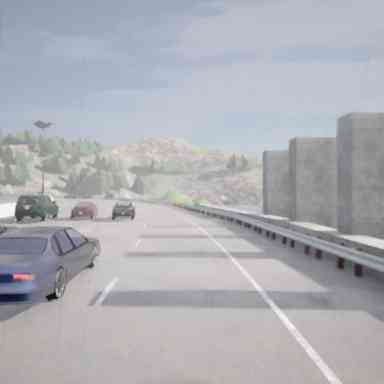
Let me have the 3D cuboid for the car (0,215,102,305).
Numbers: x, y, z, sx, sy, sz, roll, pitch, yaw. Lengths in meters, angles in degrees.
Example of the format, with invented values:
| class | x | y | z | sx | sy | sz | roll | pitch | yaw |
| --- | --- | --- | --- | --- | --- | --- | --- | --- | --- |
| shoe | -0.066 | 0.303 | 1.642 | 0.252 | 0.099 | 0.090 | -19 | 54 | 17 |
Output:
| class | x | y | z | sx | sy | sz | roll | pitch | yaw |
| --- | --- | --- | --- | --- | --- | --- | --- | --- | --- |
| car | -3.735 | 1.569 | 8.349 | 2.033 | 1.411 | 5.357 | 0 | 0 | -3 |

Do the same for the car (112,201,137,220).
| class | x | y | z | sx | sy | sz | roll | pitch | yaw |
| --- | --- | --- | --- | --- | --- | --- | --- | --- | --- |
| car | -5.914 | 1.547 | 29.099 | 2.128 | 1.511 | 4.902 | 0 | 0 | -9 |

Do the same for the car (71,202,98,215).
| class | x | y | z | sx | sy | sz | roll | pitch | yaw |
| --- | --- | --- | --- | --- | --- | --- | --- | --- | --- |
| car | -9.577 | 1.591 | 29.769 | 1.812 | 1.442 | 4.674 | 0 | 0 | -10 |

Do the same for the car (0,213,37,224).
| class | x | y | z | sx | sy | sz | roll | pitch | yaw |
| --- | --- | --- | --- | --- | --- | --- | --- | --- | --- |
| car | -7.420 | 1.635 | 11.523 | 1.895 | 1.301 | 4.718 | 0 | 0 | -3 |

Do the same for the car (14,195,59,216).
| class | x | y | z | sx | sy | sz | roll | pitch | yaw |
| --- | --- | --- | --- | --- | --- | --- | --- | --- | --- |
| car | -12.721 | 1.289 | 27.503 | 2.150 | 2.045 | 5.566 | 0 | 0 | -9 |
